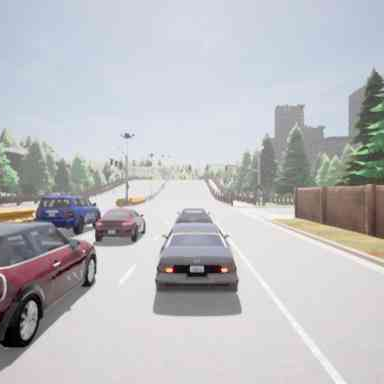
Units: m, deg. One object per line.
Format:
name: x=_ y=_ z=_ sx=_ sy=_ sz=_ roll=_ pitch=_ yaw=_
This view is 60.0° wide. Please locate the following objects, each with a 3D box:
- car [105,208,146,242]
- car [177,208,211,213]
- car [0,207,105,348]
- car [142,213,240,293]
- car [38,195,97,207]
car: x=-3.402 y=1.513 z=16.254 sx=1.812 sy=1.442 sz=4.674 roll=0 pitch=0 yaw=-1
car: x=0.101 y=1.549 z=18.205 sx=1.994 sy=1.385 sz=4.181 roll=0 pitch=0 yaw=0
car: x=-3.401 y=1.347 z=6.456 sx=2.097 sy=1.767 sz=4.553 roll=0 pitch=0 yaw=0
car: x=0.100 y=1.540 z=8.964 sx=2.033 sy=1.411 sz=5.357 roll=0 pitch=0 yaw=0
car: x=-6.899 y=1.207 z=19.042 sx=2.150 sy=2.045 sz=5.566 roll=0 pitch=0 yaw=0
